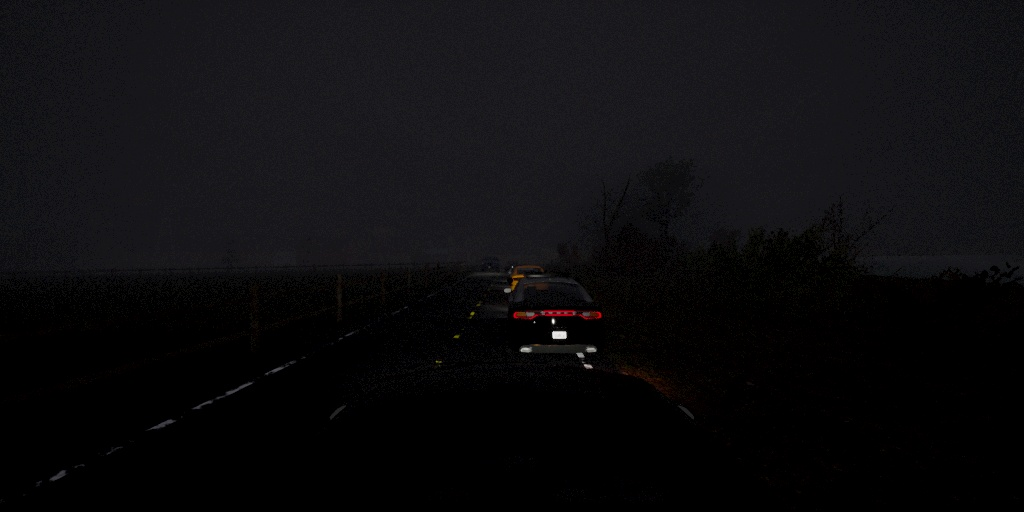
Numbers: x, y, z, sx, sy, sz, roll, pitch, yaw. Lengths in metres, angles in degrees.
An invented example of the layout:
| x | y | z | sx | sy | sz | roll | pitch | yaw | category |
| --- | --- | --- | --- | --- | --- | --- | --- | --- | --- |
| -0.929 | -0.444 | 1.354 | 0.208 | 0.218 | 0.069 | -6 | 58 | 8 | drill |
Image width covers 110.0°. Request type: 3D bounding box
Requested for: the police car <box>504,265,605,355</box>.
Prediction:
| x | y | z | sx | sy | sz | roll | pitch | yaw | category |
| --- | --- | --- | --- | --- | --- | --- | --- | --- | --- |
| 0.830 | 1.174 | 8.839 | 1.930 | 1.638 | 5.238 | 0 | 0 | 0 | police car |

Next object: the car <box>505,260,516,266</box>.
| x | y | z | sx | sy | sz | roll | pitch | yaw | category |
| --- | --- | --- | --- | --- | --- | --- | --- | --- | --- |
| 0.073 | 1.335 | 46.627 | 1.994 | 1.385 | 4.181 | 0 | 0 | 0 | car |

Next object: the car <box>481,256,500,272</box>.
| x | y | z | sx | sy | sz | roll | pitch | yaw | category |
| --- | --- | --- | --- | --- | --- | --- | --- | --- | --- |
| -2.721 | 0.992 | 45.799 | 2.150 | 2.045 | 5.566 | 0 | 0 | 0 | car |

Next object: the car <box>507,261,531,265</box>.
| x | y | z | sx | sy | sz | roll | pitch | yaw | category |
| --- | --- | --- | --- | --- | --- | --- | --- | --- | --- |
| 0.836 | 1.228 | 18.729 | 1.882 | 1.535 | 5.008 | 0 | 0 | 0 | car |
